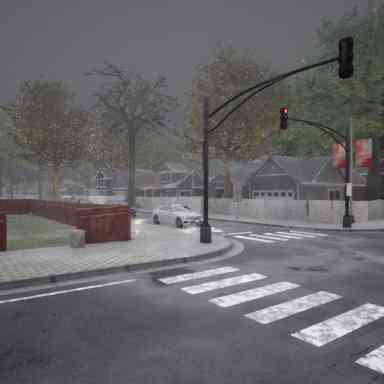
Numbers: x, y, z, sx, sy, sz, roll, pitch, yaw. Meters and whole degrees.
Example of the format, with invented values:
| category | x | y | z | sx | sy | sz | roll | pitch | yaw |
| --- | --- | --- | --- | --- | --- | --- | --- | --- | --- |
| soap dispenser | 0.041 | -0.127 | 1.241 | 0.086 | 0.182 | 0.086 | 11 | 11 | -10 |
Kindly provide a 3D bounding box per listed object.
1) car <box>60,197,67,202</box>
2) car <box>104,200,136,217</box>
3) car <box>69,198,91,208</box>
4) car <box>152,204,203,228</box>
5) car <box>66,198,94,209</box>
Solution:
| category | x | y | z | sx | sy | sz | roll | pitch | yaw |
| --- | --- | --- | --- | --- | --- | --- | --- | --- | --- |
| car | -22.422 | 1.600 | 57.379 | 2.128 | 1.511 | 4.902 | 0 | 0 | -36 |
| car | -6.884 | 1.513 | 30.788 | 1.882 | 1.535 | 5.008 | 0 | 0 | -36 |
| car | -16.760 | 1.654 | 49.573 | 1.994 | 1.385 | 4.181 | 0 | 0 | -35 |
| car | -1.043 | 1.547 | 22.621 | 1.812 | 1.442 | 4.674 | 0 | 0 | -36 |
| car | -12.873 | 1.529 | 39.168 | 1.882 | 1.535 | 5.008 | 0 | 0 | -35 |
